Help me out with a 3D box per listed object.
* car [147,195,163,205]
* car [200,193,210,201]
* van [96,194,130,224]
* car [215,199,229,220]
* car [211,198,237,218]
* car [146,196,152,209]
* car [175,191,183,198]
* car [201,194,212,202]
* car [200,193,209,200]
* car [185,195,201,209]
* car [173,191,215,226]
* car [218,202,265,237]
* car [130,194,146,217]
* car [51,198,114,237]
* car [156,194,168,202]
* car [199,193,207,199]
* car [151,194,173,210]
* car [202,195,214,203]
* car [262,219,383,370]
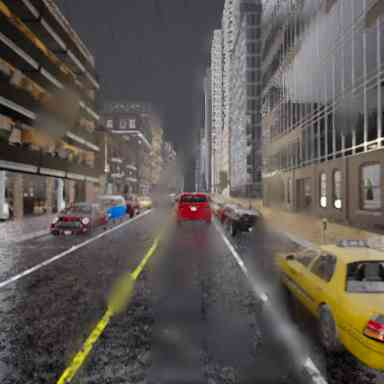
[{"bbox_3d":[-5.662,1.188,51.382,1.887,1.381,4.507,1,0,0],"label":"car"},{"bbox_3d":[2.690,1.053,68.520,1.752,1.417,4.829,1,0,0],"label":"car"},{"bbox_3d":[-5.664,1.180,22.894,1.690,1.788,3.998,1,0,0],"label":"van"},{"bbox_3d":[2.679,1.384,22.768,1.887,1.381,4.507,1,0,0],"label":"car"},{"bbox_3d":[2.680,1.324,28.635,1.752,1.417,4.829,1,0,0],"label":"car"},{"bbox_3d":[-5.664,1.247,39.818,1.752,1.417,4.829,1,0,0],"label":"car"},{"bbox_3d":[-2.981,0.601,78.474,1.812,1.442,4.674,0,0,0],"label":"car"},{"bbox_3d":[2.688,1.112,62.651,1.887,1.381,4.507,1,0,0],"label":"car"},{"bbox_3d":[2.690,1.036,74.048,1.887,1.381,4.507,1,0,0],"label":"car"},{"bbox_3d":[0.112,1.217,41.146,1.837,1.490,4.892,0,1,0],"label":"car"},{"bbox_3d":[0.104,1.066,21.918,2.150,2.045,5.566,0,0,0],"label":"car"},{"bbox_3d":[2.677,1.430,17.070,2.008,1.369,4.403,1,0,0],"label":"car"},{"bbox_3d":[-5.662,1.114,28.591,2.192,1.841,5.009,1,0,0],"label":"car"},{"bbox_3d":[-5.668,1.319,17.197,1.967,1.590,4.097,1,0,0],"label":"car"},{"bbox_3d":[-5.659,1.093,62.608,1.752,1.417,4.829,1,0,0],"label":"car"},{"bbox_3d":[2.693,0.962,85.443,1.887,1.381,4.507,1,0,0],"label":"car"},{"bbox_3d":[-3.083,1.299,37.740,1.994,1.385,4.181,0,0,0],"label":"car"},{"bbox_3d":[2.686,1.187,56.954,1.802,1.307,4.206,1,0,0],"label":"car"},{"bbox_3d":[2.675,1.484,5.845,1.752,1.417,4.829,1,0,0],"label":"car"}]
